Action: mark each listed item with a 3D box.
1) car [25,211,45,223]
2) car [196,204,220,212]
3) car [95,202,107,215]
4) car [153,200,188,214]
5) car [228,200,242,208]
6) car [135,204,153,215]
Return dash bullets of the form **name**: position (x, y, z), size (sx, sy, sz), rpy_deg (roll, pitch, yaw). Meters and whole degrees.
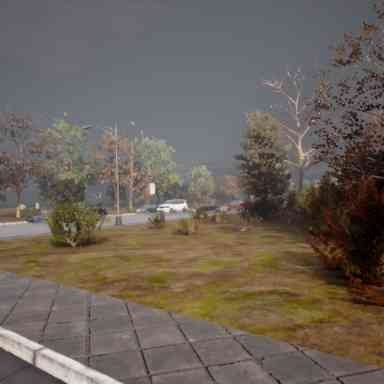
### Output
- **car**: position (-15.435, 2.568, 35.475), size (1.994, 1.385, 4.181), rpy_deg (-3, -2, 33)
- **car**: position (2.533, 2.407, 50.509), size (1.895, 1.301, 4.718), rpy_deg (-3, -2, 32)
- **car**: position (-11.500, 2.075, 35.161), size (2.150, 2.045, 5.566), rpy_deg (-3, -2, 32)
- **car**: position (-2.808, 2.161, 48.937), size (2.150, 2.045, 5.566), rpy_deg (-3, -2, 32)
- **car**: position (7.336, 2.032, 51.600), size (2.097, 1.767, 4.553), rpy_deg (-3, -2, 32)
- **car**: position (-6.417, 2.577, 49.747), size (2.128, 1.511, 4.902), rpy_deg (-3, -2, 32)
